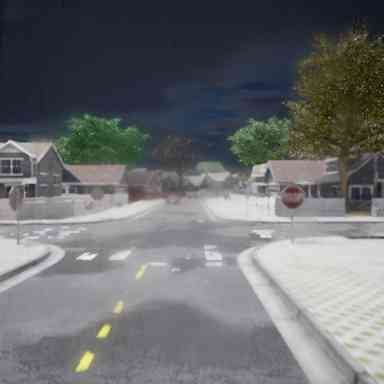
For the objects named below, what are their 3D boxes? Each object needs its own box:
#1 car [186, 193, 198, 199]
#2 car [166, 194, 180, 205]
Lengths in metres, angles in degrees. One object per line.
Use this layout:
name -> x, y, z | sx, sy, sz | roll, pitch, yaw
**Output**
car -> 0.061, 0.841, 71.596 | 1.994, 1.385, 4.181 | 0, 1, 14
car -> -2.716, 1.101, 47.797 | 2.128, 1.511, 4.902 | 0, 1, 0
